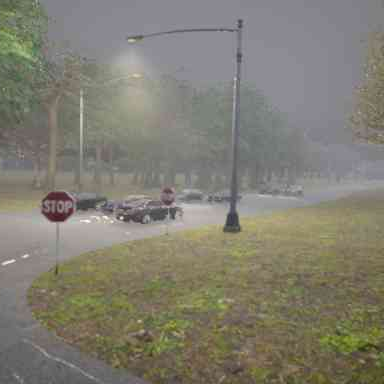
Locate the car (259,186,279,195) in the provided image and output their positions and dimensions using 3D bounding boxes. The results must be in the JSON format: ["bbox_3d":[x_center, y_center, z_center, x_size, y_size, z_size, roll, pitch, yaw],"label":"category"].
[{"bbox_3d":[12.736,-0.279,53.771,2.033,1.411,5.357,4,4,36],"label":"car"}]

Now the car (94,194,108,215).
[{"bbox_3d":[-4.333,0.939,24.052,1.895,1.301,4.718,4,4,35],"label":"car"}]

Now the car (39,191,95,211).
[{"bbox_3d":[-8.504,0.690,24.220,1.882,1.535,5.008,4,4,35],"label":"car"}]

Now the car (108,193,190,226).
[{"bbox_3d":[-2.493,1.109,20.440,1.837,1.490,4.892,4,4,35],"label":"car"}]

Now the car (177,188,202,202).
[{"bbox_3d":[-0.351,0.339,35.626,1.812,1.442,4.674,4,4,35],"label":"car"}]

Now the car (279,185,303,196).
[{"bbox_3d":[15.819,-0.297,52.060,2.097,1.767,4.553,4,4,35],"label":"car"}]

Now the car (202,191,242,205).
[{"bbox_3d":[3.404,0.560,34.873,1.895,1.301,4.718,4,4,35],"label":"car"}]
